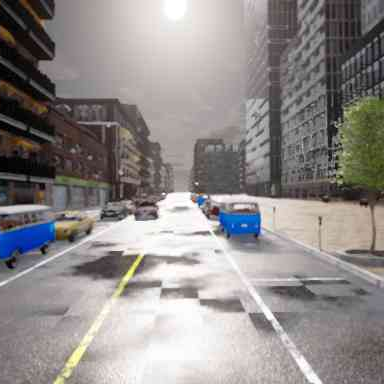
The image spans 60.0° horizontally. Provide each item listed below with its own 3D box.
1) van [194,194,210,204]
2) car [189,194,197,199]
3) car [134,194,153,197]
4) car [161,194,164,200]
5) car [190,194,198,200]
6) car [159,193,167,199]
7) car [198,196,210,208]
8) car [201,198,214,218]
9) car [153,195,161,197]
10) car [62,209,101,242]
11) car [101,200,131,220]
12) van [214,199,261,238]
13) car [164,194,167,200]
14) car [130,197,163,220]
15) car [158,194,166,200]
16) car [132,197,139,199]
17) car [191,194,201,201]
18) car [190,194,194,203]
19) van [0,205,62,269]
[{"bbox_3d":[1.552,1.161,44.530,1.690,1.788,3.998,0,0,-2],"label":"van"},{"bbox_3d":[0.215,1.211,94.640,2.008,1.369,4.403,0,0,-2],"label":"car"},{"bbox_3d":[-6.824,1.221,44.307,2.192,1.841,5.009,0,0,-2],"label":"car"},{"bbox_3d":[-7.568,1.398,72.147,1.802,1.307,4.206,0,0,-2],"label":"car"},{"bbox_3d":[0.512,1.240,83.504,1.887,1.381,4.507,0,0,-2],"label":"car"},{"bbox_3d":[-8.162,1.187,94.418,1.967,1.590,4.097,0,0,-2],"label":"car"},{"bbox_3d":[1.844,1.382,33.564,1.752,1.417,4.829,0,0,-2],"label":"car"},{"bbox_3d":[1.997,1.458,27.827,1.802,1.307,4.206,0,0,-2],"label":"car"},{"bbox_3d":[-7.271,1.396,61.011,1.887,1.381,4.507,0,0,-2],"label":"car"},{"bbox_3d":[-6.078,1.526,16.300,1.752,1.417,4.829,0,0,-2],"label":"car"},{"bbox_3d":[-6.379,1.513,27.604,2.008,1.369,4.403,0,0,-2],"label":"car"},{"bbox_3d":[2.295,1.255,16.692,1.690,1.788,3.998,0,0,-2],"label":"van"},{"bbox_3d":[-7.865,1.326,83.282,1.887,1.381,4.507,0,0,-2],"label":"car"},{"bbox_3d":[-3.712,1.459,28.036,1.812,1.442,4.674,-1,0,-2],"label":"car"},{"bbox_3d":[-8.013,1.330,88.850,1.947,1.339,4.313,0,0,-2],"label":"car"},{"bbox_3d":[-6.524,1.469,33.003,1.752,1.417,4.829,0,0,-2],"label":"car"},{"bbox_3d":[0.809,1.171,72.369,1.967,1.590,4.097,0,0,-2],"label":"car"},{"bbox_3d":[1.101,1.290,61.403,1.752,1.417,4.829,0,0,-2],"label":"car"},{"bbox_3d":[-5.933,1.360,10.902,1.690,1.788,3.998,0,0,-2],"label":"van"}]
